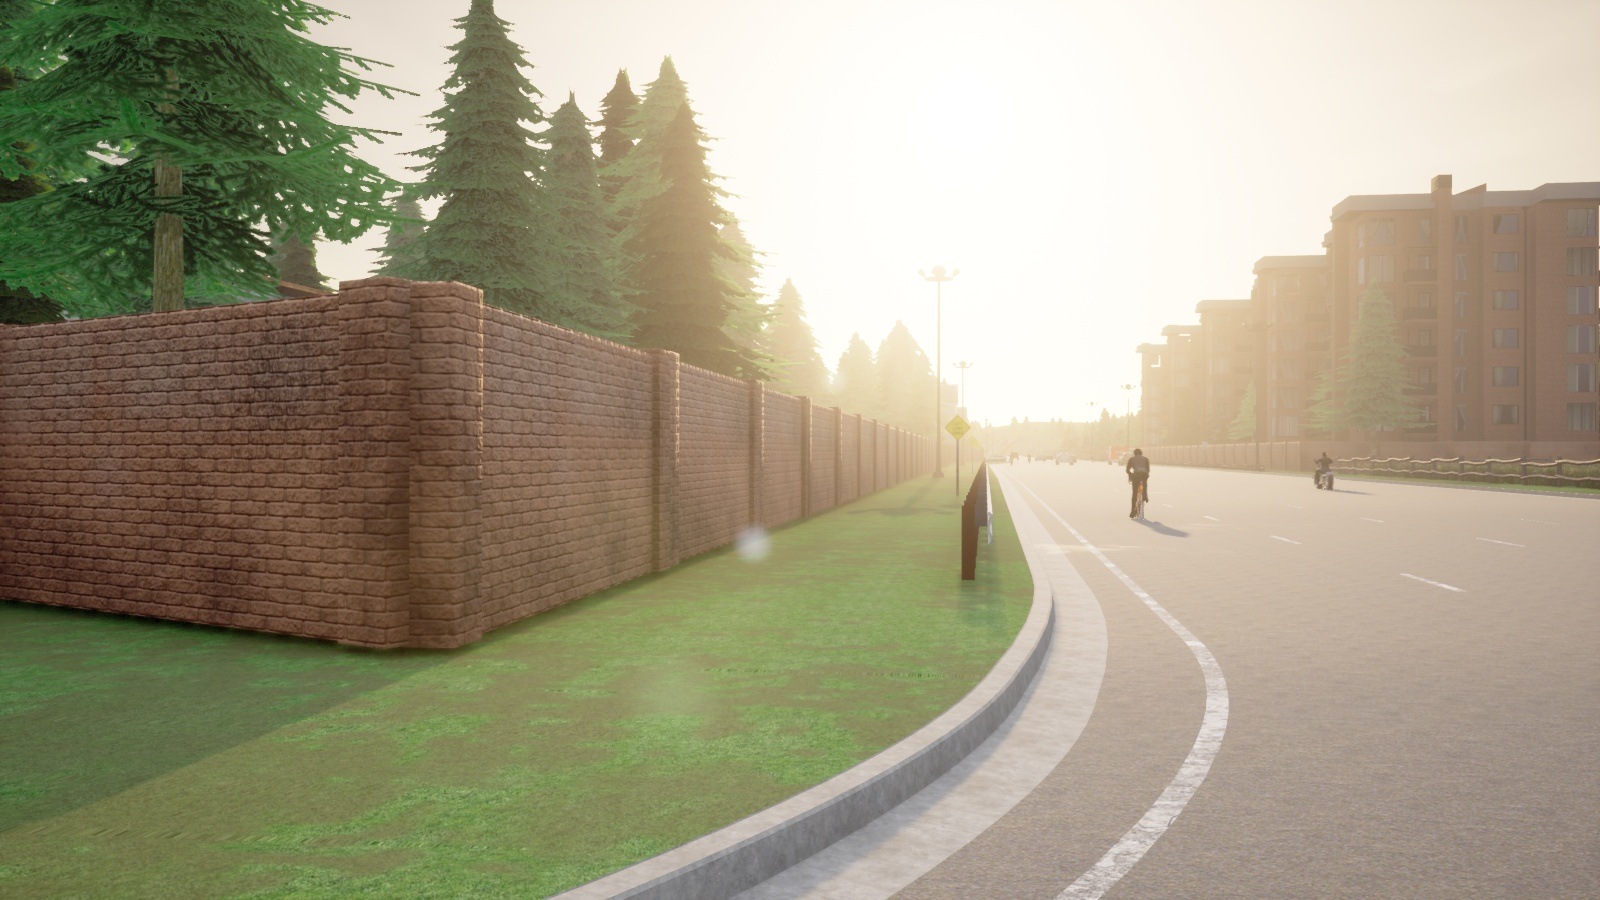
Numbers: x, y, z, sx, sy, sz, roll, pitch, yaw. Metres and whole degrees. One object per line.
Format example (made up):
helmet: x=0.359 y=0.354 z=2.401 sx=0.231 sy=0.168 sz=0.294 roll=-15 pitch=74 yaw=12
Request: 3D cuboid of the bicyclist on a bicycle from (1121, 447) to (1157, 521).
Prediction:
bicyclist on a bicycle: x=7.682 y=0.751 z=28.496 sx=0.582 sy=1.620 sz=1.656 roll=0 pitch=-1 yaw=9

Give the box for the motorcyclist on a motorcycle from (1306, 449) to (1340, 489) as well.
motorcyclist on a motorcycle: x=21.940 y=0.777 z=52.686 sx=0.766 sy=1.649 sz=2.350 roll=0 pitch=0 yaw=9
